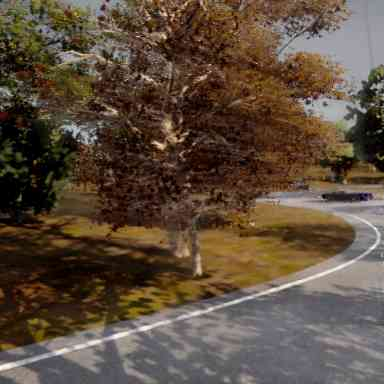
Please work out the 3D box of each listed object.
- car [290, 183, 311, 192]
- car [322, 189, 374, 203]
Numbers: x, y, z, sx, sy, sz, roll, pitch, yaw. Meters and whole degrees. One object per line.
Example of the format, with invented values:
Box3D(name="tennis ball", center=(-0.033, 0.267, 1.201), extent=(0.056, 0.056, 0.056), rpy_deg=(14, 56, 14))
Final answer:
Box3D(name="car", center=(18.574, -0.769, 56.972), extent=(4.892, 1.490, 1.837), rpy_deg=(-5, 2, -40))
Box3D(name="car", center=(15.799, 0.362, 33.880), extent=(1.895, 1.301, 4.718), rpy_deg=(-4, 3, -32))
